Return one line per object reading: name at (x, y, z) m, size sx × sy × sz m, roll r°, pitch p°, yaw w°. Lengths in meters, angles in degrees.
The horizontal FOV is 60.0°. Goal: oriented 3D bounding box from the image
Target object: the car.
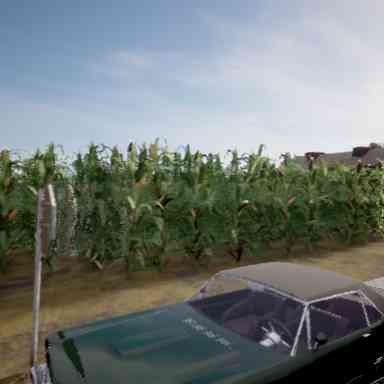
car at (0.817, 1.609, 3.782) m, size 4.718 × 1.301 × 1.895 m, roll 0°, pitch 0°, yaw -33°
